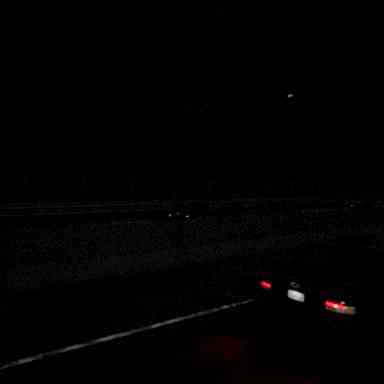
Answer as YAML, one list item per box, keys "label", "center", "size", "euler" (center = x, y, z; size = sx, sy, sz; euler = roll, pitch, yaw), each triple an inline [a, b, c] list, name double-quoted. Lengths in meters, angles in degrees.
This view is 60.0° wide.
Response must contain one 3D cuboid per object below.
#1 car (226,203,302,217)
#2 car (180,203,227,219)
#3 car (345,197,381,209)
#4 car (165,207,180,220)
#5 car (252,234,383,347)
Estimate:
- label: "car"
  center: [4.691, 1.441, 20.083]
  size: [4.892, 1.490, 1.837]
  euler: [0, 0, -35]
- label: "car"
  center: [2.165, 1.486, 22.600]
  size: [5.357, 1.411, 2.033]
  euler: [0, 0, -35]
- label: "car"
  center: [19.960, 1.285, 38.866]
  size: [4.718, 1.301, 1.895]
  euler: [-1, 1, -33]
- label: "car"
  center: [0.041, 1.503, 25.375]
  size: [4.181, 1.385, 1.994]
  euler: [0, 0, -35]
- label: "car"
  center: [3.558, 1.534, 6.250]
  size: [5.357, 1.411, 2.033]
  euler: [0, 0, -35]
